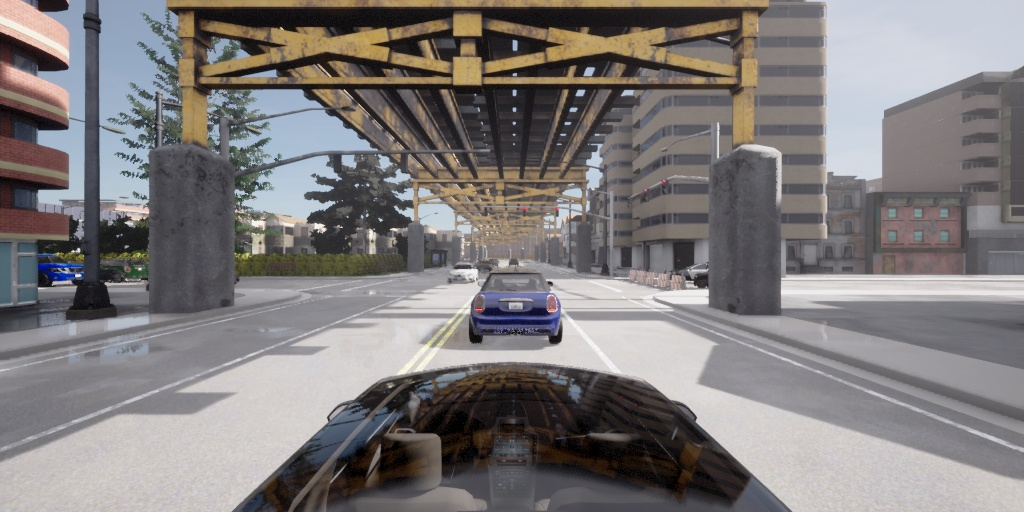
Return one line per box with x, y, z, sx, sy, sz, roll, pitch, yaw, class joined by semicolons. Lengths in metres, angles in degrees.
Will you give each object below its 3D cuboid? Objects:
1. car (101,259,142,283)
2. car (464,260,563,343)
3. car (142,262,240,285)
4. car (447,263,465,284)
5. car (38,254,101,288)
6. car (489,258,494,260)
-29.302;1.008;26.229;4.553;1.767;2.097;0;0;0;car
0.100;1.093;9.833;2.097;1.767;4.553;0;0;1;car
-19.795;1.207;22.481;4.674;1.442;1.812;0;0;0;car
-3.526;1.237;26.426;1.812;1.442;4.674;0;0;0;car
-30.002;0.880;22.539;5.566;2.045;2.150;0;0;0;car
-3.465;1.213;44.068;1.812;1.442;4.674;0;0;0;car
